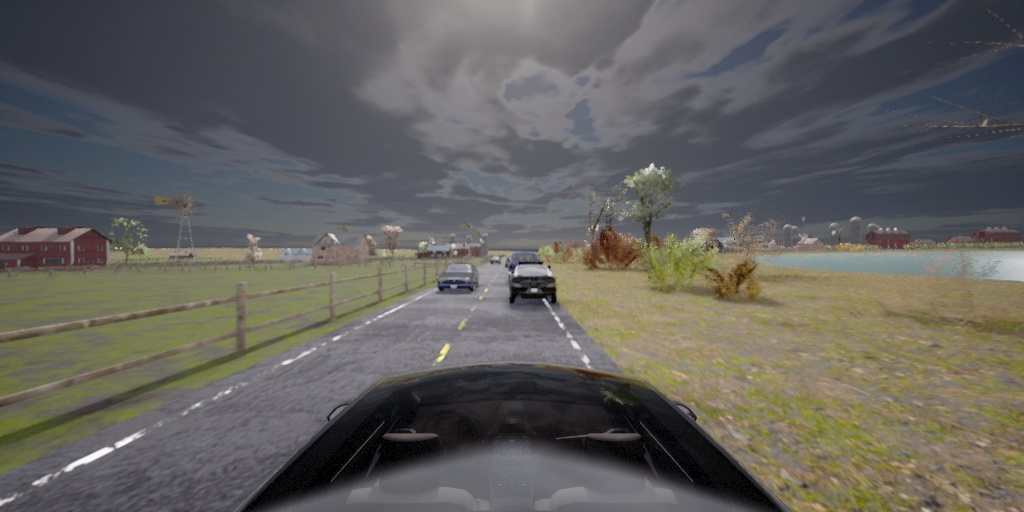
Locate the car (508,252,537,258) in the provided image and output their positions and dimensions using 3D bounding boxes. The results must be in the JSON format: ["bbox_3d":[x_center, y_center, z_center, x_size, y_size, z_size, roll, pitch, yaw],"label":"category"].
[{"bbox_3d":[0.823,0.740,25.809,2.150,2.045,5.566,0,1,0],"label":"car"}]

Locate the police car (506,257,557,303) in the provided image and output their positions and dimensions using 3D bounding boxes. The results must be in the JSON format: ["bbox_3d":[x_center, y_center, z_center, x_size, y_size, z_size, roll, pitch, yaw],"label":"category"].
[{"bbox_3d":[0.823,1.035,15.892,1.930,1.638,5.238,0,1,0],"label":"police car"}]

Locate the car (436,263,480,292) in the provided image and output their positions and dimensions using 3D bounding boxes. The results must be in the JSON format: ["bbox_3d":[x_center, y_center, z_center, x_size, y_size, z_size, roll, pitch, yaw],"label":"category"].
[{"bbox_3d":[-2.852,1.116,20.205,2.033,1.411,5.357,0,1,0],"label":"car"}]

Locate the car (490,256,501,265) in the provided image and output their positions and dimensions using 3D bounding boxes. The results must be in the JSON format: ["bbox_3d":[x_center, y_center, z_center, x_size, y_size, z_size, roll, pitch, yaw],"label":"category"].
[{"bbox_3d":[-2.782,0.753,61.470,2.033,1.411,5.357,0,0,1],"label":"car"}]
